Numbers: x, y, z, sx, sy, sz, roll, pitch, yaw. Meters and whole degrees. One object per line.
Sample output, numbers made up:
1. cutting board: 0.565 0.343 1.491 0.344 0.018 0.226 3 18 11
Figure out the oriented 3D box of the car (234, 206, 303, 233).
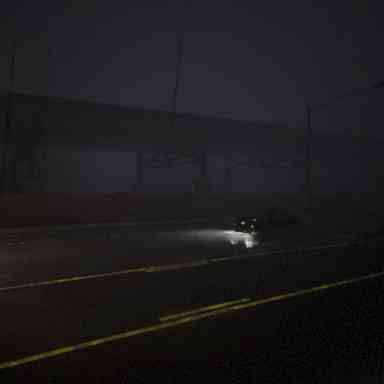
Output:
1. car: 4.483 1.525 19.305 4.181 1.385 1.994 0 0 -32
